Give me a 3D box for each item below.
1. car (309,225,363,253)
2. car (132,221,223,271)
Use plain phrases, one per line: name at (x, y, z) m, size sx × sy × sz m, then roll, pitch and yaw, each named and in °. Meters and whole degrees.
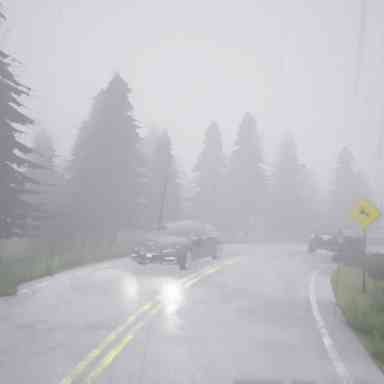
car at (8.969, 2.881, 20.297) m, size 2.097 × 1.767 × 4.553 m, roll 2°, pitch -5°, yaw 43°
car at (-0.314, 1.853, 12.374) m, size 1.837 × 1.490 × 4.892 m, roll 0°, pitch -4°, yaw 24°
